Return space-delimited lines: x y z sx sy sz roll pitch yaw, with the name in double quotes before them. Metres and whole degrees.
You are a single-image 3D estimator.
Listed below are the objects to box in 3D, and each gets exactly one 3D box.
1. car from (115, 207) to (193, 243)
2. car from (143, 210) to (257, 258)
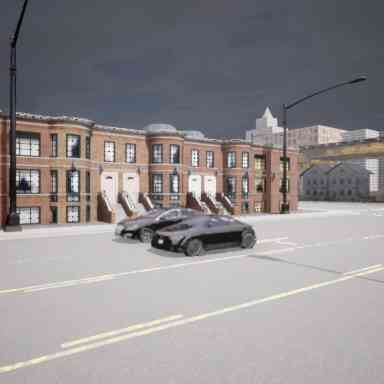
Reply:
"car" -1.216 1.491 15.933 4.902 1.511 2.128 0 0 -35
"car" 0.534 1.564 12.886 4.181 1.385 1.994 0 0 -35
